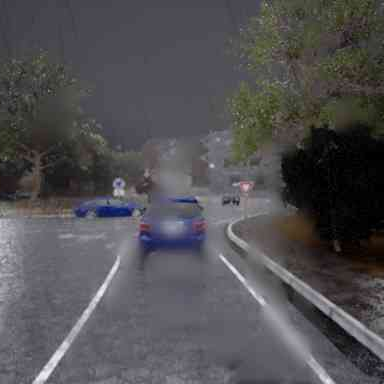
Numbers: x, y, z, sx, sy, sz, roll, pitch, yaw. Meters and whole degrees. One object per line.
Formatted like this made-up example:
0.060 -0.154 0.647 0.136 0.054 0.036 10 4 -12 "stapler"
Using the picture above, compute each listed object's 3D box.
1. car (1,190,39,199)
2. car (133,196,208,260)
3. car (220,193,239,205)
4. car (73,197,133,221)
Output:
-26.643 0.397 52.292 2.128 1.511 4.902 1 1 45 "car"
-0.683 1.133 12.393 2.150 2.045 5.566 0 1 -3 "car"
4.479 0.794 39.881 1.895 1.301 4.718 0 2 1 "car"
-5.758 1.117 23.448 5.008 1.535 1.882 -1 2 -23 "car"
